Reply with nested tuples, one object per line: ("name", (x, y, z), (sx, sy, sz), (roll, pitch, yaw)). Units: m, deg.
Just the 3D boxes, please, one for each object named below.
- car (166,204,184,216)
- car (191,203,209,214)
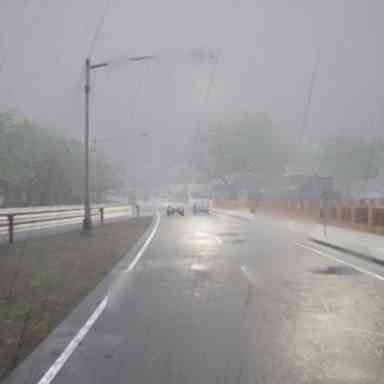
("car", (-2.023, 2.075, 38.950), (1.895, 1.301, 4.718), (0, -1, -6))
("car", (1.002, 2.070, 42.718), (2.033, 1.411, 5.357), (0, -1, -6))
